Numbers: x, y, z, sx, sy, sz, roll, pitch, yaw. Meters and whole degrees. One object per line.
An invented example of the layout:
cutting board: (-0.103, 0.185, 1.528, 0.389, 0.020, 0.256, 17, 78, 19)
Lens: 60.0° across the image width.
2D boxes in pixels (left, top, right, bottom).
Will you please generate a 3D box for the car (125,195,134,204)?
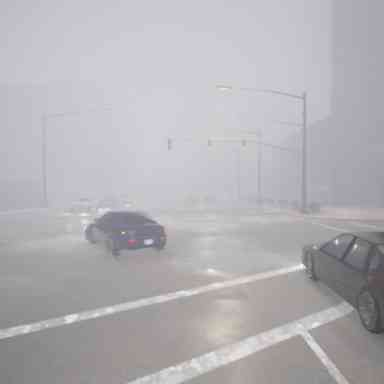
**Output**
car: (-10.566, 1.194, 53.051, 1.882, 1.535, 5.008, 0, 0, 0)

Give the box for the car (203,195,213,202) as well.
car: (3.440, 1.320, 73.253, 2.033, 1.411, 5.357, 0, 0, 0)

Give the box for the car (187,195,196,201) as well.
car: (-0.059, 1.299, 72.449, 1.895, 1.301, 4.718, 0, 0, 0)

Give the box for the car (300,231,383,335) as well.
car: (3.709, 1.493, 6.505, 2.033, 1.411, 5.357, 0, 1, 3)

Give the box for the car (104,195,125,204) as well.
car: (-10.594, 1.187, 42.898, 2.128, 1.511, 4.902, 0, 0, 0)

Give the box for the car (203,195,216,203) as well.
car: (3.450, 1.323, 63.301, 1.994, 1.385, 4.181, 0, 0, 0)

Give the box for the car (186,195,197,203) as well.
car: (-0.050, 1.229, 62.001, 1.882, 1.535, 5.008, 0, 0, 0)

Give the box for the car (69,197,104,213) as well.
car: (-10.594, 1.226, 33.118, 1.812, 1.442, 4.674, 0, 0, 0)

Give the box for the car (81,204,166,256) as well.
car: (-2.574, 1.389, 12.535, 1.812, 1.442, 4.674, 0, 0, -31)
